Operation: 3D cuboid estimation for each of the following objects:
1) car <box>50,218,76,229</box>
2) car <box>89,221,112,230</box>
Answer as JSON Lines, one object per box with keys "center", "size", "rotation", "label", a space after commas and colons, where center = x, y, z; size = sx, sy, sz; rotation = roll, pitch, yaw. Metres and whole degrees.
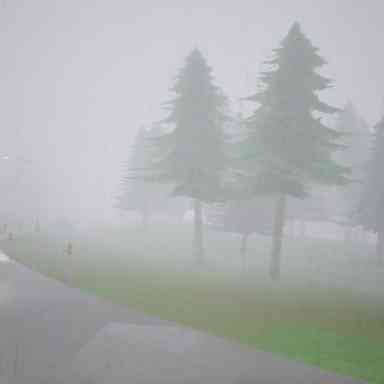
{"center": [-20.934, 5.038, 54.202], "size": [2.097, 1.767, 4.553], "rotation": [2, -6, 14], "label": "car"}
{"center": [-17.565, 6.474, 64.187], "size": [1.882, 1.535, 5.008], "rotation": [1, -7, 28], "label": "car"}
